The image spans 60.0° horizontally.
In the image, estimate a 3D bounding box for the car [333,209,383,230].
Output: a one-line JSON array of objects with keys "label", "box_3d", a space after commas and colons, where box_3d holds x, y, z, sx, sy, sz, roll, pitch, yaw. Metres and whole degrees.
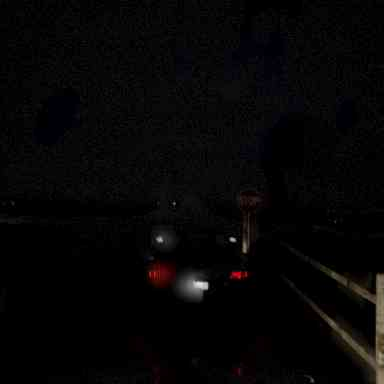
[{"label": "car", "box_3d": [12.641, 1.984, 23.786, 4.892, 1.490, 1.837, 2, 0, -2]}]

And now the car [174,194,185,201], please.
[{"label": "car", "box_3d": [-2.597, 1.199, 72.084, 2.128, 1.511, 4.902, 0, 0, 0]}]

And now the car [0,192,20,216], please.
[{"label": "car", "box_3d": [-14.874, 0.764, 23.750, 4.553, 1.767, 2.097, 2, 0, 2]}]

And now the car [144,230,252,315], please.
[{"label": "car", "box_3d": [0.111, 1.543, 7.612, 1.994, 1.385, 4.181, 0, 0, 0]}]

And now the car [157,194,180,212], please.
[{"label": "car", "box_3d": [-2.729, 1.262, 37.399, 2.097, 1.767, 4.553, 0, 0, -1]}]

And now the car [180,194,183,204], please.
[{"label": "car", "box_3d": [-2.731, 1.381, 47.453, 2.128, 1.511, 4.902, 0, 0, 0]}]
